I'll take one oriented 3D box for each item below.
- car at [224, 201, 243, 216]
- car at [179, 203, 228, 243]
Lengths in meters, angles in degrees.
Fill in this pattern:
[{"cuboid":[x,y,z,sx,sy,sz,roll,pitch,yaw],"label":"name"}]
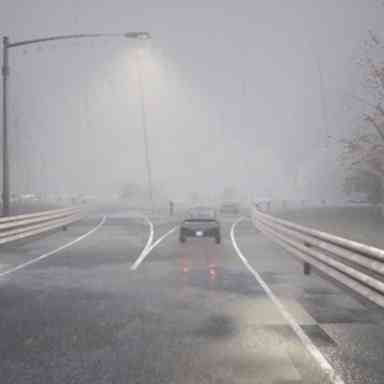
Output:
[{"cuboid":[4.328,1.749,36.244,2.128,1.511,4.902,0,-1,18],"label":"car"},{"cuboid":[0.507,1.527,16.352,2.128,1.511,4.902,0,0,5],"label":"car"}]
